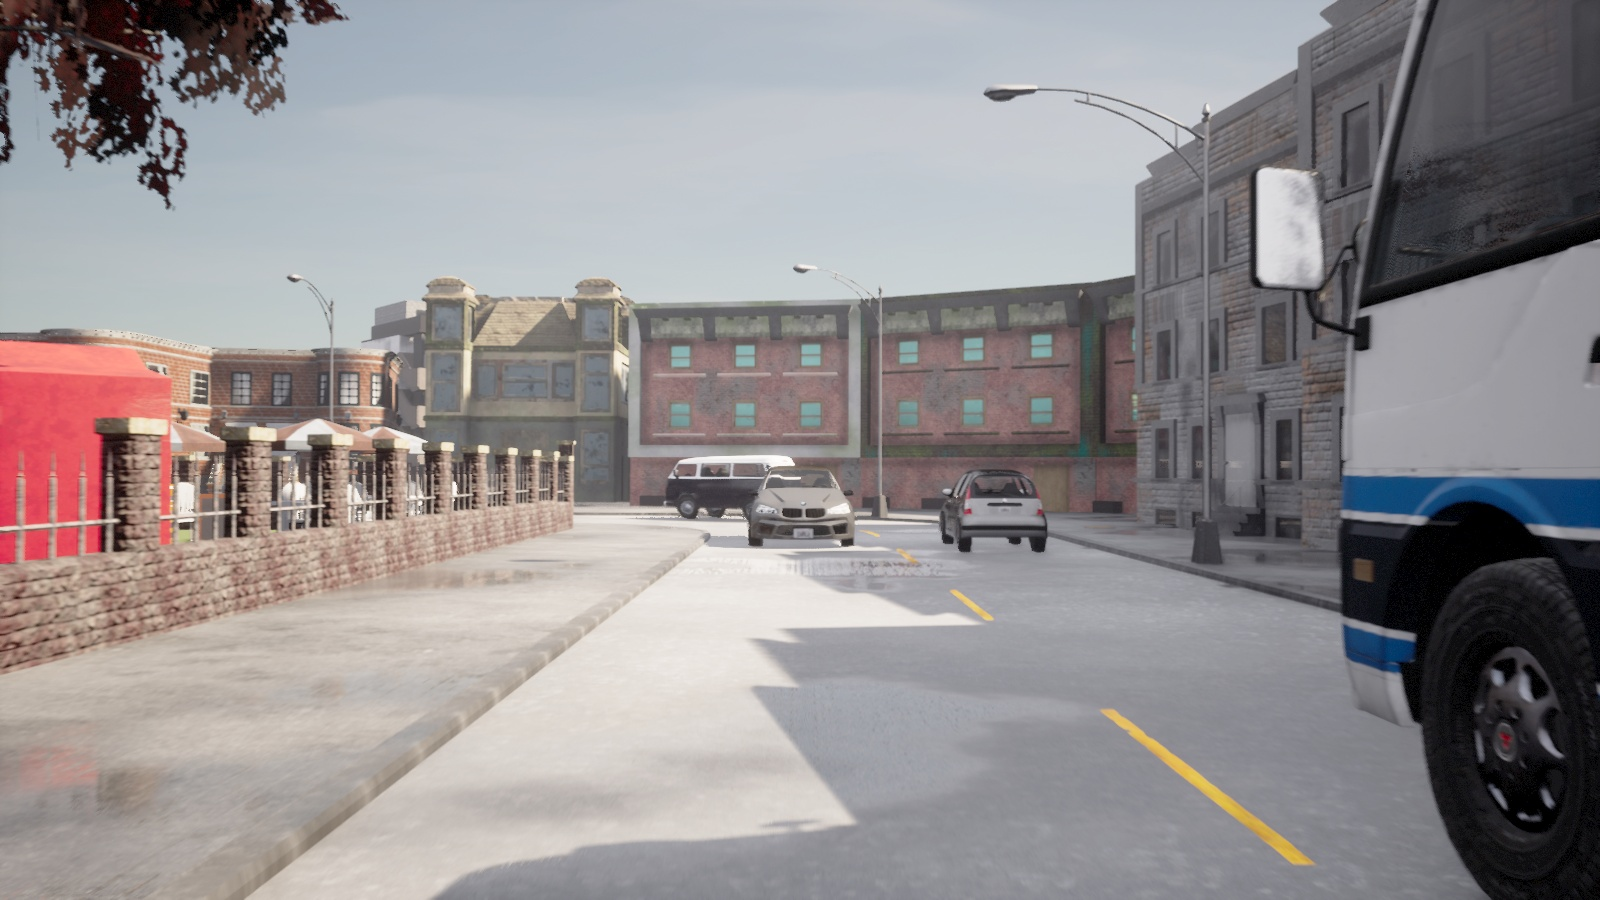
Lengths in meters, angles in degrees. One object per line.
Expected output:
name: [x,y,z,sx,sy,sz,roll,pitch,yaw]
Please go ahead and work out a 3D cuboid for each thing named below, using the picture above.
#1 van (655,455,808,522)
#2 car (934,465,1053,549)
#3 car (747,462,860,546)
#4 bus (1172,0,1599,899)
van: [-2.213,1.220,40.156,4.480,2.038,2.069,-1,-2,30]
car: [3.939,1.135,26.170,1.851,1.617,3.988,0,-1,0]
car: [0.003,1.115,27.256,2.242,1.667,4.611,0,-1,-2]
bus: [3.989,-0.552,1.571,3.944,4.253,10.273,0,-1,0]
